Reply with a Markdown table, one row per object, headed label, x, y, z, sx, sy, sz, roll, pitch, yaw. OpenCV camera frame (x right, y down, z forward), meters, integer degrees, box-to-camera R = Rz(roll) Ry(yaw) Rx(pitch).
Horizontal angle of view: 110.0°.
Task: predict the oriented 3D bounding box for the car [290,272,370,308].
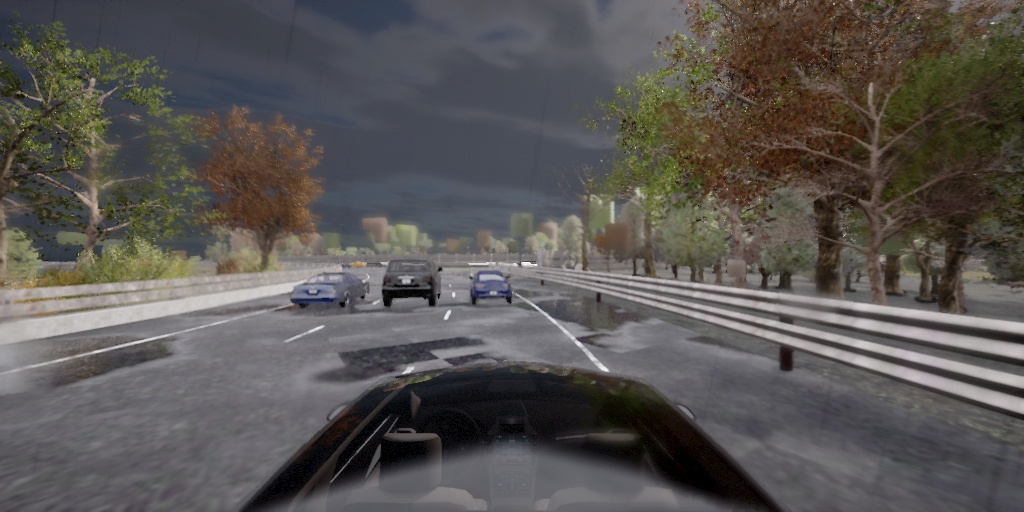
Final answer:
| label | x | y | z | sx | sy | sz | roll | pitch | yaw |
| --- | --- | --- | --- | --- | --- | --- | --- | --- | --- |
| car | -7.987 | 1.442 | 16.257 | 2.033 | 1.411 | 5.357 | 0 | -1 | -8 |

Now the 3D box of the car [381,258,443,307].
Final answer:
| label | x | y | z | sx | sy | sz | roll | pitch | yaw |
| --- | --- | --- | --- | --- | --- | --- | --- | --- | --- |
| car | -4.524 | 1.115 | 16.771 | 2.150 | 2.045 | 5.566 | 0 | 0 | -8 |

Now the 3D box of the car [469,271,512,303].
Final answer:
| label | x | y | z | sx | sy | sz | roll | pitch | yaw |
| --- | --- | --- | --- | --- | --- | --- | --- | --- | --- |
| car | -1.109 | 1.430 | 17.595 | 1.812 | 1.442 | 4.674 | 0 | 0 | -8 |
